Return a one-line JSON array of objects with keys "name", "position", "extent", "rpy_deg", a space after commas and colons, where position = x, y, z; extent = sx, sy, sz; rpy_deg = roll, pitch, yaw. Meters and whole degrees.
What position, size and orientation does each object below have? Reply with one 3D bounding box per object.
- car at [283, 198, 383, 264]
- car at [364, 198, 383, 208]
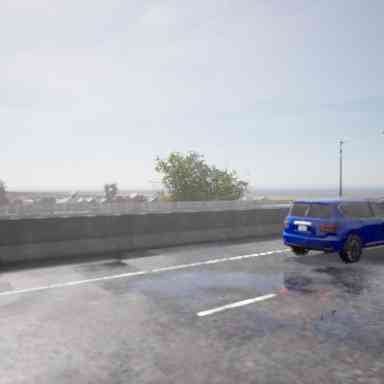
[{"name": "car", "position": [5.731, 1.241, 12.174], "extent": [5.566, 2.045, 2.150], "rpy_deg": [0, 0, -35]}, {"name": "car", "position": [27.802, 1.658, 49.549], "extent": [4.718, 1.301, 1.895], "rpy_deg": [0, 0, -35]}]
